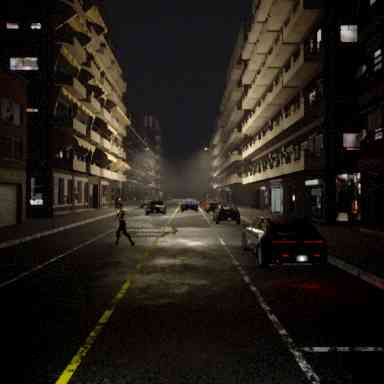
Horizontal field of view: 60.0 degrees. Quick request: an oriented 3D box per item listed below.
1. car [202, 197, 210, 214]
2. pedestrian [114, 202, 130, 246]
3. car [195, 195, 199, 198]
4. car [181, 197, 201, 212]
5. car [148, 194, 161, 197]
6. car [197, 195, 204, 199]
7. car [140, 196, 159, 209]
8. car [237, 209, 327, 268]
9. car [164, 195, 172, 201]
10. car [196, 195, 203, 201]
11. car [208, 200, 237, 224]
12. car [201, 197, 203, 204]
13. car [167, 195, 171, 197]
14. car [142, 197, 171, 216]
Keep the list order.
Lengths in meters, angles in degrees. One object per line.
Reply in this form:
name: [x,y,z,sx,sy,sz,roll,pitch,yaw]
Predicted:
car: [2.364,1.536,35.492,1.752,1.417,4.829,1,0,-1]
pedestrian: [-2.877,1.297,13.637,0.375,1.860,0.375,1,-1,-6]
car: [-0.452,1.562,48.162,2.033,1.411,5.357,0,0,-1]
car: [-0.275,1.612,37.995,1.895,1.301,4.718,0,0,0]
car: [-6.171,1.331,51.994,2.192,1.841,5.009,1,0,-1]
car: [2.152,1.600,57.606,1.802,1.307,4.206,1,0,-1]
car: [-6.122,1.580,46.424,1.947,1.339,4.313,1,0,-1]
car: [2.894,1.509,11.236,1.837,1.490,4.892,0,0,-1]
car: [-6.547,1.595,90.991,1.947,1.339,4.313,1,0,-1]
car: [1.892,1.553,85.631,1.752,1.417,4.829,1,0,-1]
car: [2.471,1.558,24.180,2.008,1.369,4.403,1,0,-1]
car: [2.312,1.594,40.894,1.802,1.307,4.206,1,0,-1]
car: [-6.492,1.553,85.250,1.752,1.417,4.829,1,0,-1]
car: [-3.410,1.514,32.486,1.837,1.490,4.892,0,0,-1]
